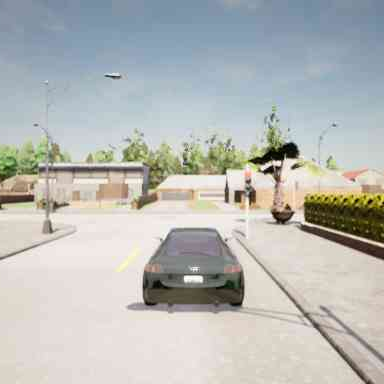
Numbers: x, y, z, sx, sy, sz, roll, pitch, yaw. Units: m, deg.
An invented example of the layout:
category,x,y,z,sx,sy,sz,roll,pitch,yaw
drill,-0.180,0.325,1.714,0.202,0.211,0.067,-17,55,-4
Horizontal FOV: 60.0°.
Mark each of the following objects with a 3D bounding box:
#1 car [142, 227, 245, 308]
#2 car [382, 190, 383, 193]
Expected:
category,x,y,z,sx,sy,sz,roll,pitch,yaw
car,0.040,1.506,7.891,1.994,1.385,4.181,0,0,0
car,37.858,0.499,65.102,1.905,1.878,3.866,0,0,0
